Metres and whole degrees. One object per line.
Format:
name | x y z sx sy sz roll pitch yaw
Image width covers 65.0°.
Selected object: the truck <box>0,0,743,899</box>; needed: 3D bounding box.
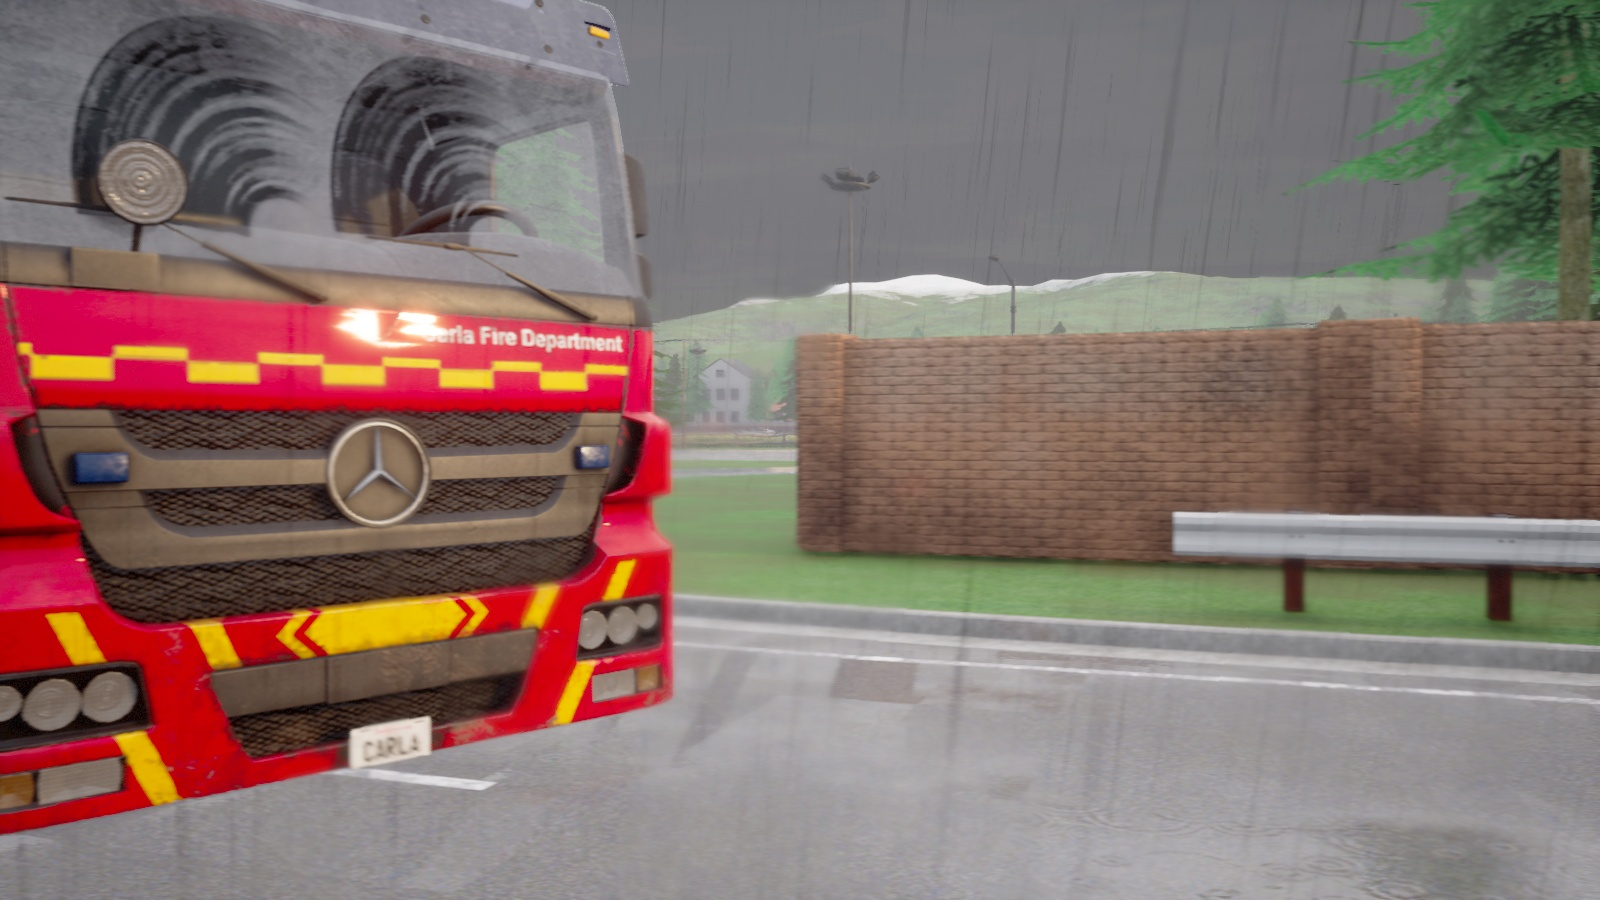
truck | -4.254 -0.495 7.226 2.891 3.827 8.468 -1 1 -45
